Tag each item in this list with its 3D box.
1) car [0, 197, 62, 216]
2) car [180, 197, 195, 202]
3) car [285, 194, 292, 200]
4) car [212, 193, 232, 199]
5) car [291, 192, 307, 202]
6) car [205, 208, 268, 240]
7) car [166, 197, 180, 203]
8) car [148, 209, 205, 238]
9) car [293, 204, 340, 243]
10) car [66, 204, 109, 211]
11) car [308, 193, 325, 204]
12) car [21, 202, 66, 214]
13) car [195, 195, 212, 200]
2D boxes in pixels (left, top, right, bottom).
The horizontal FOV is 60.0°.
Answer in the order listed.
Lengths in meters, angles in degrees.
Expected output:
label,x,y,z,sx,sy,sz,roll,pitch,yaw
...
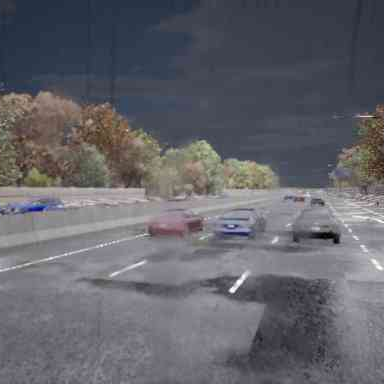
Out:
label,x,y,z,sx,sy,sz,roll,pitch,yaw
car,-14.557,1.504,31.205,2.150,2.045,5.566,-1,0,21
car,-0.323,1.674,68.511,1.994,1.385,4.181,-1,0,21
car,25.271,1.257,86.649,1.882,1.535,5.008,-1,0,21
car,6.458,1.186,66.673,2.150,2.045,5.566,-1,0,21
car,22.196,1.269,68.675,1.882,1.535,5.008,-1,0,21
car,2.602,1.539,17.022,2.033,1.411,5.357,-1,0,21
car,-3.605,1.769,69.724,1.895,1.301,4.718,-1,0,21
car,-0.717,1.608,18.141,1.994,1.385,4.181,-1,0,21
car,5.925,1.503,15.914,1.994,1.385,4.181,-1,0,21
car,-8.203,1.742,28.229,1.994,1.385,4.181,-1,0,21
car,18.394,1.317,48.786,1.837,1.490,4.892,-1,0,21
car,-11.822,1.834,28.561,1.895,1.301,4.718,-1,0,21
car,2.974,1.422,67.344,2.097,1.767,4.553,-1,0,21
